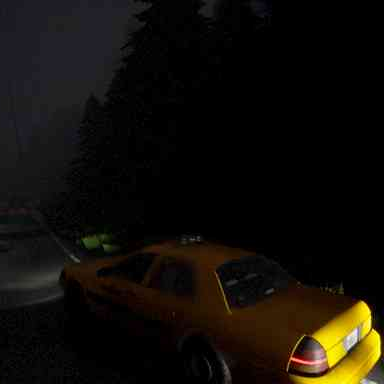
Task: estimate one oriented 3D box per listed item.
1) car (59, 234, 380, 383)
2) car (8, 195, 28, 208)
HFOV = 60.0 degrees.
[{"bbox_3d":[-0.235,1.417,5.107,5.366,1.575,1.801,1,1,45],"label":"car"},{"bbox_3d":[-20.975,1.058,40.163,2.128,1.511,4.902,-2,2,-26],"label":"car"}]
